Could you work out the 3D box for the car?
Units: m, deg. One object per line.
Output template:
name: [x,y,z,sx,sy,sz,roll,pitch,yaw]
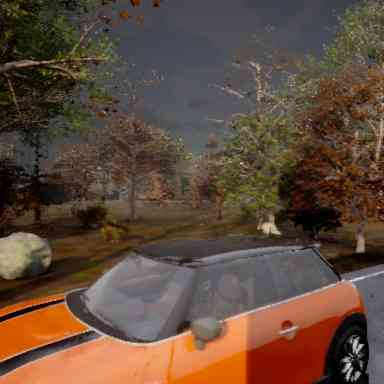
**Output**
car: [-0.107,1.353,3.610,4.553,1.767,2.097,0,0,-36]
